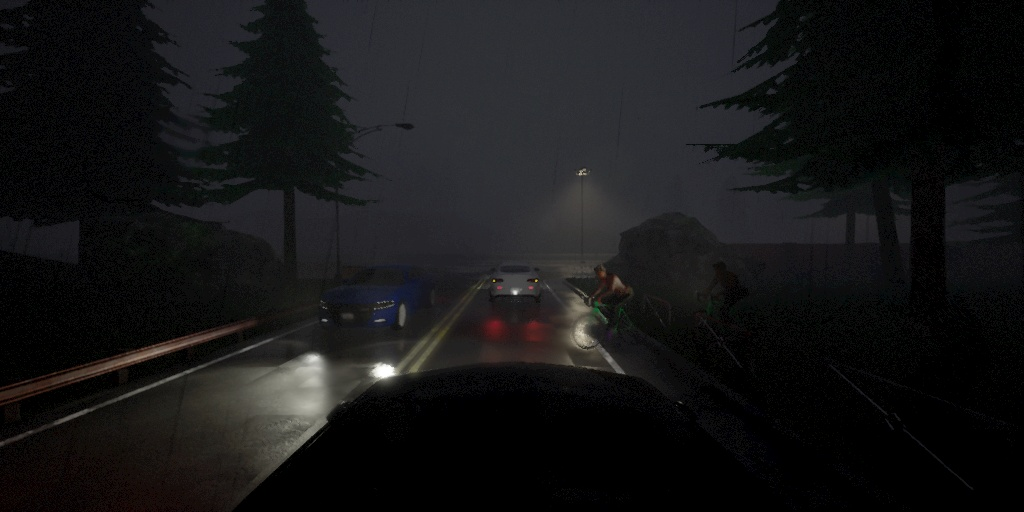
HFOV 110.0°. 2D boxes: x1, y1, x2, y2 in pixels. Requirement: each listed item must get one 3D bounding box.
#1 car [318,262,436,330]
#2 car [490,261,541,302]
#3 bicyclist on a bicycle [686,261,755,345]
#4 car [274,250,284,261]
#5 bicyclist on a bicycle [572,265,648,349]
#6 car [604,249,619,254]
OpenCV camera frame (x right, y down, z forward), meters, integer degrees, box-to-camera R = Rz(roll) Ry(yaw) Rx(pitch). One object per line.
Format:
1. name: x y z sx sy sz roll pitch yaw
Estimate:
1. car: -3.540 0.973 10.306 1.882 1.535 5.008 0 2 1
2. car: 0.123 0.906 14.286 1.812 1.442 4.674 0 2 0
3. bicyclist on a bicycle: 4.103 0.937 6.963 1.656 1.620 0.582 4 1 -14
4. car: -27.666 0.036 39.786 5.566 2.045 2.150 0 2 0
5. bicyclist on a bicycle: 1.938 0.992 7.109 1.656 1.620 0.582 -2 -3 -12
6. car: 18.003 -0.468 57.765 5.566 2.045 2.150 0 2 0
